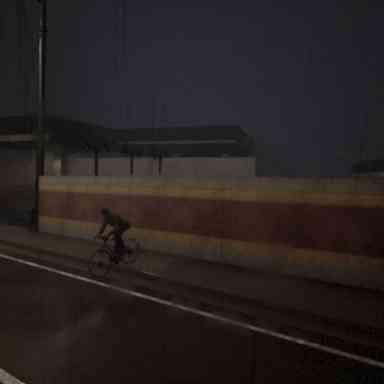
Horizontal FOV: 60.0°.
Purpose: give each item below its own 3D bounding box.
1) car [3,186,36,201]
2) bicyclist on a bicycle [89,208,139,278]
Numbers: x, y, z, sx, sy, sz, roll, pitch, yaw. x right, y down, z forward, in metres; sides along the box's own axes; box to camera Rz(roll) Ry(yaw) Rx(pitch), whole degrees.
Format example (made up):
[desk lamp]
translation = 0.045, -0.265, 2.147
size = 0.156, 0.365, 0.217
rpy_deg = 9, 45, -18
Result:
[car]
translation = -18.593, 0.149, 37.462
size = 2.242, 1.667, 4.611
rpy_deg = 2, 1, 36
[bicyclist on a bicycle]
translation = -1.928, 1.168, 8.212
size = 0.582, 1.620, 1.656
rpy_deg = 2, 11, 35
